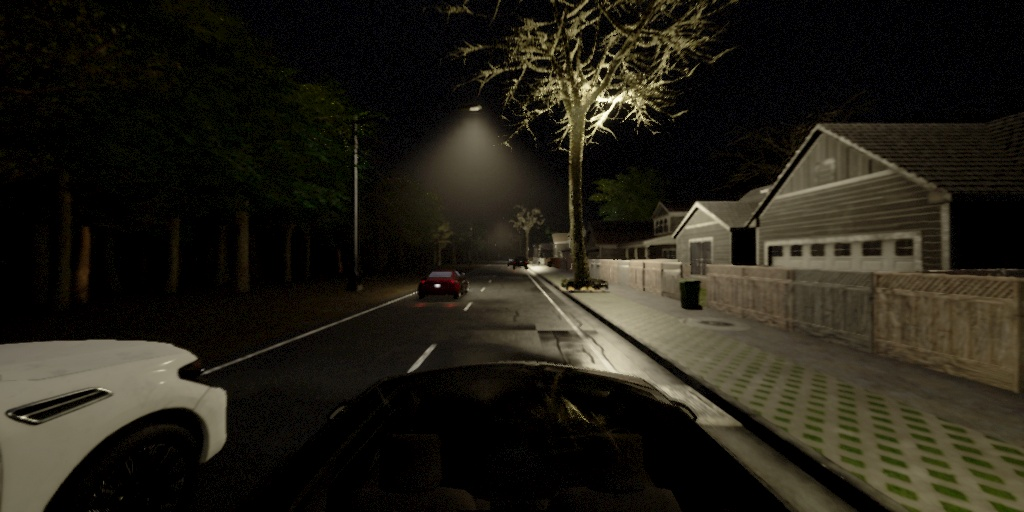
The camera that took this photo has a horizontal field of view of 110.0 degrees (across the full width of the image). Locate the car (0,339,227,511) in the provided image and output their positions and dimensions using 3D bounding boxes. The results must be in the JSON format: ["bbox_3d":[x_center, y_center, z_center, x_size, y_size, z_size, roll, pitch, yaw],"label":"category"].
[{"bbox_3d":[-3.399,0.972,0.517,2.150,2.045,5.566,0,0,0],"label":"car"}]

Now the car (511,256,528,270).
[{"bbox_3d":[1.238,1.028,54.492,2.150,2.045,5.566,0,0,0],"label":"car"}]

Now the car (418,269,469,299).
[{"bbox_3d":[-3.393,1.324,18.337,1.994,1.385,4.181,0,0,0],"label":"car"}]
